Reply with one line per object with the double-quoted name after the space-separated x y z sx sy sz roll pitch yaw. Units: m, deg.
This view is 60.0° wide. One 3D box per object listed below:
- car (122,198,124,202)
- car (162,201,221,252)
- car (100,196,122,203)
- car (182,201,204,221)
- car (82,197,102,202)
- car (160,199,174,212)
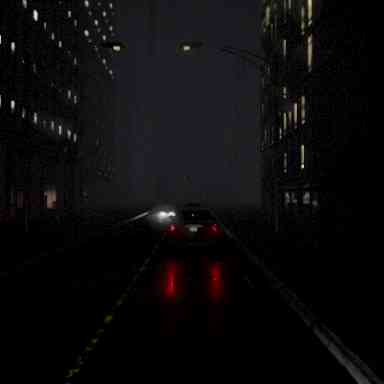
-19.198 1.774 82.882 4.097 1.590 1.967 0 -1 -1 "car"
0.072 1.426 14.420 2.097 1.767 4.553 0 0 0 "car"
-18.889 1.787 74.246 4.829 1.417 1.752 0 -1 -1 "car"
0.075 1.659 29.774 1.837 1.490 4.892 0 0 0 "car"
-24.875 1.851 82.758 4.403 1.369 2.008 0 -1 -1 "car"
-3.093 1.710 43.117 2.128 1.511 4.902 0 0 0 "car"
